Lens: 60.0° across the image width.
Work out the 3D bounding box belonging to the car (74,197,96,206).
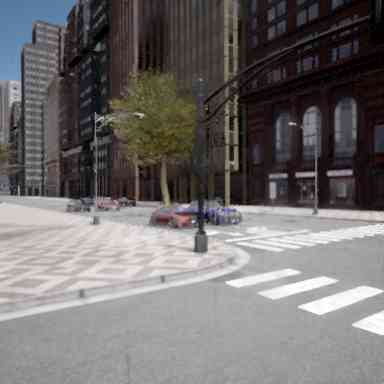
[{"bbox_3d":[-18.637,1.645,57.594,2.033,1.411,5.357,-1,0,-36],"label":"car"}]

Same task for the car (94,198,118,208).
[{"bbox_3d":[-12.859,1.593,49.597,1.812,1.442,4.674,-1,0,-36],"label":"car"}]

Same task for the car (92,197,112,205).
[{"bbox_3d":[-16.236,1.598,59.824,1.812,1.442,4.674,-1,0,-36],"label":"car"}]

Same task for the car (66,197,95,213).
[{"bbox_3d":[-13.289,1.600,38.807,1.837,1.490,4.892,-1,0,-35],"label":"car"}]

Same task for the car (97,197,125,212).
[{"bbox_3d":[-10.232,1.592,40.107,1.812,1.442,4.674,-1,0,-35],"label":"car"}]

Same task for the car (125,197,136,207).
[{"bbox_3d":[-10.249,1.546,51.505,1.837,1.490,4.892,-1,0,-35],"label":"car"}]

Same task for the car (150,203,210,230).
[{"bbox_3d":[-1.078,1.598,21.726,1.994,1.385,4.181,-1,0,-36],"label":"car"}]

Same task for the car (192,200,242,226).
[{"bbox_3d":[1.452,1.361,23.774,2.097,1.767,4.553,-1,0,-36],"label":"car"}]
